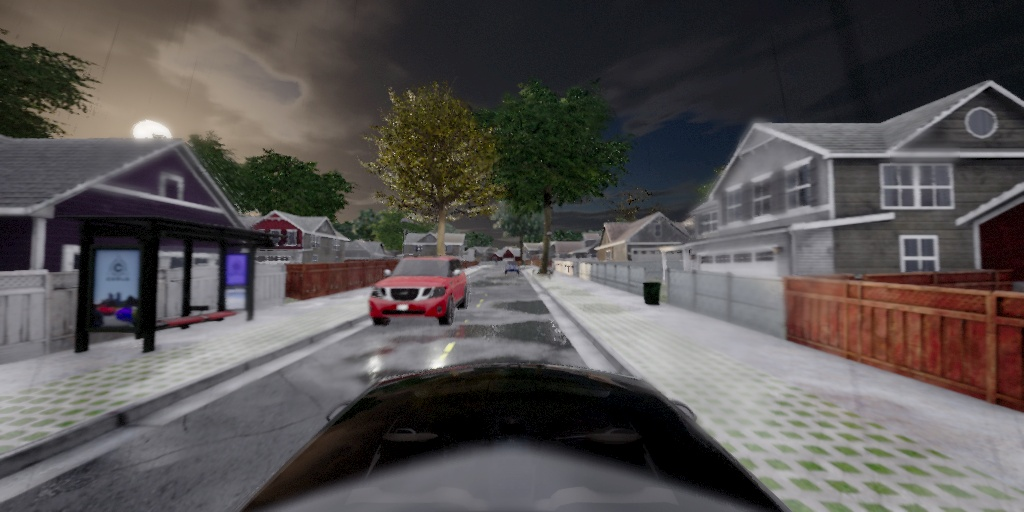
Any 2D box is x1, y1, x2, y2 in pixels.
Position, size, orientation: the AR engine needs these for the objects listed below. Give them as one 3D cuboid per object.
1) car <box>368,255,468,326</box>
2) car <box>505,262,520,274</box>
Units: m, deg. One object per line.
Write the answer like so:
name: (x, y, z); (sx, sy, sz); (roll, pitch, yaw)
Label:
car: (-2.811, 0.992, 12.075); (2.150, 2.045, 5.566); (0, 0, 0)
car: (0.025, 1.459, 44.249); (2.033, 1.411, 5.357); (0, 0, 0)
